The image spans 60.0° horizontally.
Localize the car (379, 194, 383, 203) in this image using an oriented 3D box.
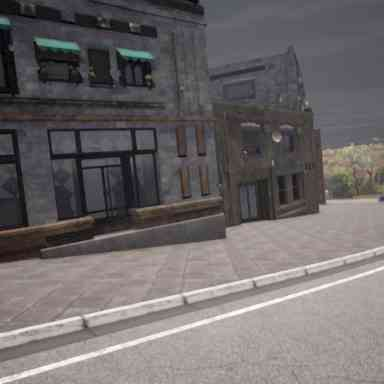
[{"bbox_3d":[32.033,0.877,53.620,1.882,1.535,5.008,-5,-1,5],"label":"car"}]
